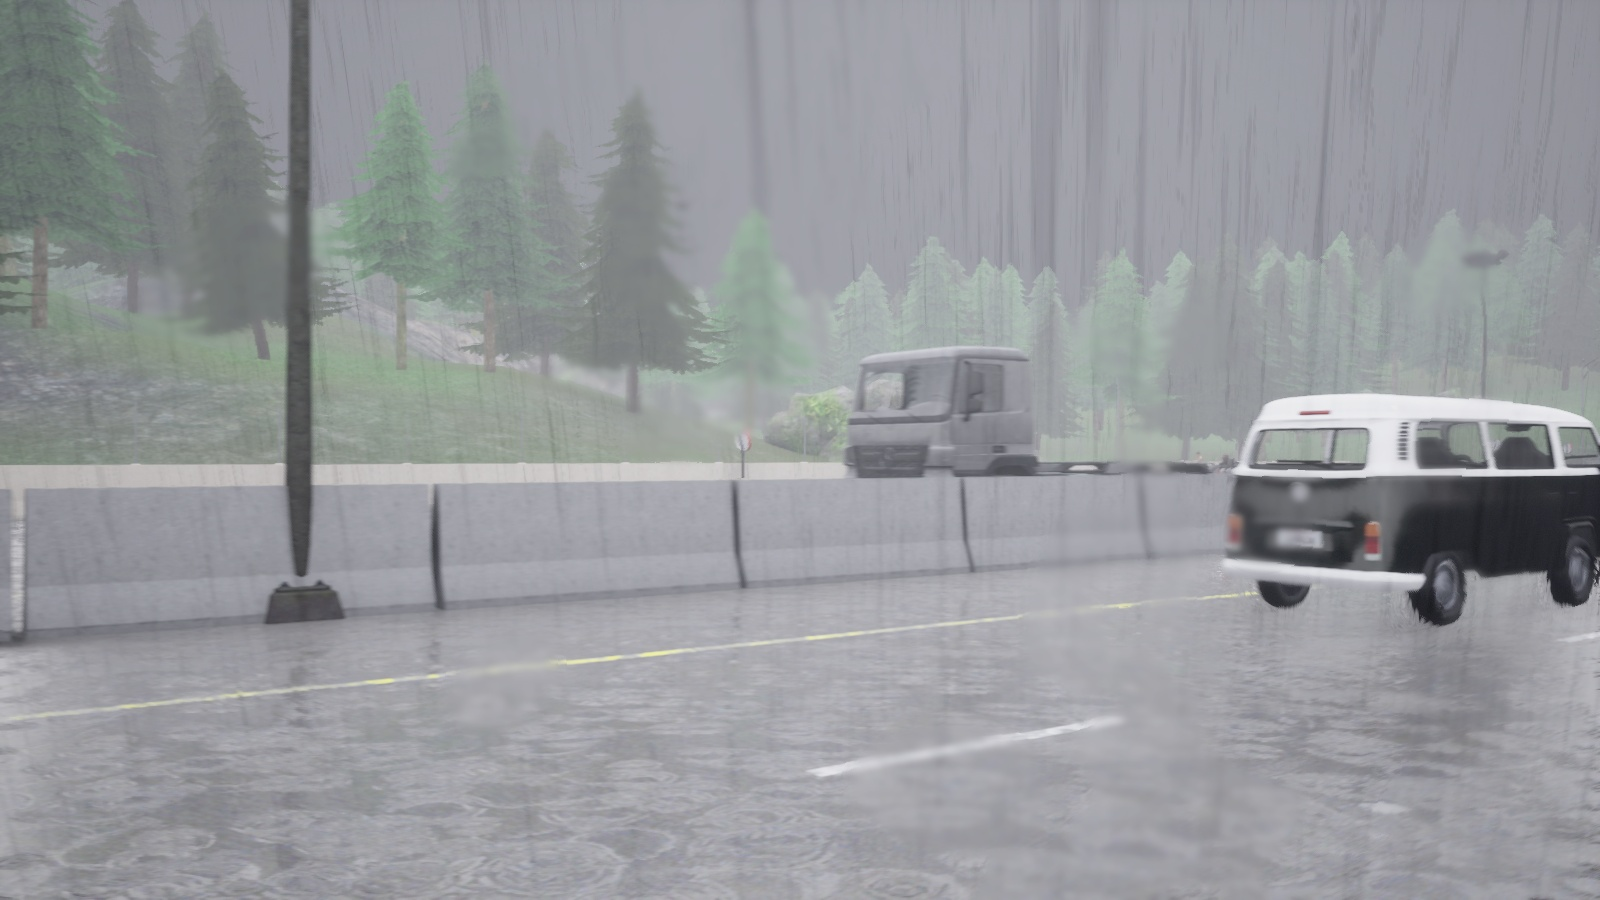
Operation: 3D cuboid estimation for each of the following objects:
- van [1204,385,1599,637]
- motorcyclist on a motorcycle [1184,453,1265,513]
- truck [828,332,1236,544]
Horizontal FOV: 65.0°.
[{"bbox_3d":[6.238,0.487,12.264,4.480,2.038,2.069,0,0,-35],"label":"van"},{"bbox_3d":[11.056,0.836,32.675,2.191,1.530,0.866,0,0,-35],"label":"motorcyclist on a motorcycle"},{"bbox_3d":[4.601,-0.188,23.922,7.936,3.462,2.891,0,0,-35],"label":"truck"}]
